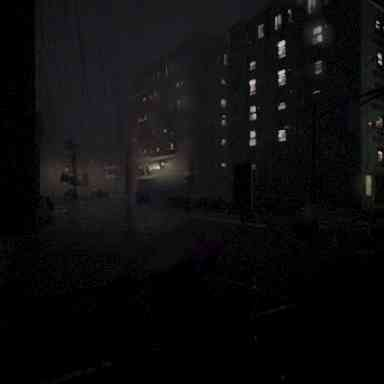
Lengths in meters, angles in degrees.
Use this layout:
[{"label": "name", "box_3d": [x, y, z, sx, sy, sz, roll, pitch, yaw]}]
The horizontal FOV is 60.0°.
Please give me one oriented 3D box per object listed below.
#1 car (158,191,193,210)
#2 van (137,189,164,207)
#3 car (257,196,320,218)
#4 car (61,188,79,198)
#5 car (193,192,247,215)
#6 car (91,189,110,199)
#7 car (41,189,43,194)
[{"label": "car", "box_3d": [-0.922, 0.881, 30.448, 1.887, 1.381, 4.507, 1, 0, -36]}, {"label": "van", "box_3d": [-4.262, 0.571, 35.046, 1.690, 1.788, 3.998, 1, 0, -36]}, {"label": "car", "box_3d": [6.915, 1.074, 24.225, 1.837, 1.490, 4.892, 0, 3, -36]}, {"label": "car", "box_3d": [-20.990, 0.280, 58.037, 1.802, 1.307, 4.206, 1, 0, -36]}, {"label": "car", "box_3d": [2.358, 0.988, 25.809, 1.887, 1.381, 4.507, 1, 0, -36]}, {"label": "car", "box_3d": [-14.995, 0.315, 54.346, 2.128, 1.511, 4.902, 0, 1, -36]}, {"label": "car", "box_3d": [-37.709, -0.391, 81.025, 1.967, 1.590, 4.097, 1, 0, -36]}]
